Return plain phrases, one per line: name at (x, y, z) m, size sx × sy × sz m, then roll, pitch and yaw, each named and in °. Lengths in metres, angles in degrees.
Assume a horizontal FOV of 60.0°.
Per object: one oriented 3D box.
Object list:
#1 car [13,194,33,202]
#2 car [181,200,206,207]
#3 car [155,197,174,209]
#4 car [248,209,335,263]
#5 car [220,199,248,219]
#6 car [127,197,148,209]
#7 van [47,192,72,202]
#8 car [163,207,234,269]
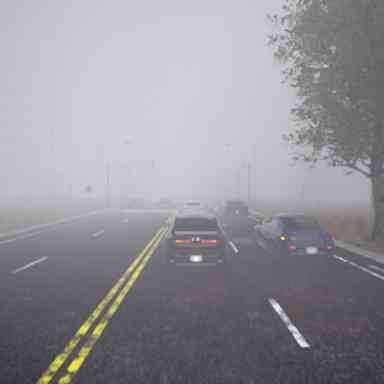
car at (-28.148, 1.019, 56.850) m, size 4.507 × 1.381 × 1.887 m, roll 0°, pitch 1°, yaw 1°
car at (0.120, 1.365, 26.651) m, size 1.812 × 1.442 × 4.674 m, roll 0°, pitch 0°, yaw 0°
car at (-3.222, 1.323, 39.839) m, size 1.994 × 1.385 × 4.181 m, roll 0°, pitch 0°, yaw 0°
car at (3.360, 1.459, 11.623) m, size 1.812 × 1.442 × 4.674 m, roll 0°, pitch 0°, yaw 0°
car at (3.371, 1.315, 27.008) m, size 1.882 × 1.535 × 5.008 m, roll 0°, pitch 0°, yaw 0°
car at (-6.472, 1.320, 39.721) m, size 1.994 × 1.385 × 4.181 m, roll 0°, pitch 0°, yaw 0°
van at (-22.608, 0.842, 56.797) m, size 3.998 × 1.788 × 1.690 m, roll 0°, pitch 1°, yaw 1°
car at (0.109, 1.441, 10.886) m, size 1.837 × 1.490 × 4.892 m, roll 0°, pitch 0°, yaw 0°
